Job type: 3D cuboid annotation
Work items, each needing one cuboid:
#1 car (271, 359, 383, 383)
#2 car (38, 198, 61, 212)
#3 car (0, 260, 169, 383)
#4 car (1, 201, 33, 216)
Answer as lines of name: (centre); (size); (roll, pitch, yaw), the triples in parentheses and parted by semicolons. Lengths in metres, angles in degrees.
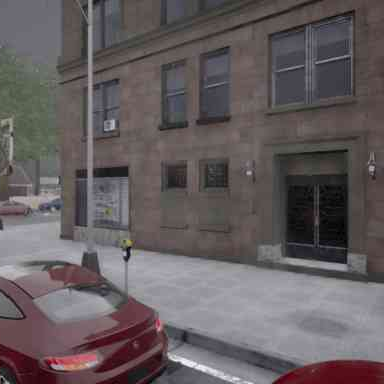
car: (2.300, 1.545, 1.178); (4.507, 1.381, 1.887); (0, 0, 35)
car: (-14.314, 1.342, 36.504); (1.882, 1.535, 5.008); (0, 0, 35)
car: (-2.198, 1.582, 4.374); (4.206, 1.307, 1.802); (0, 0, 35)
car: (-15.971, 1.471, 28.565); (1.994, 1.385, 4.181); (0, 0, 36)
